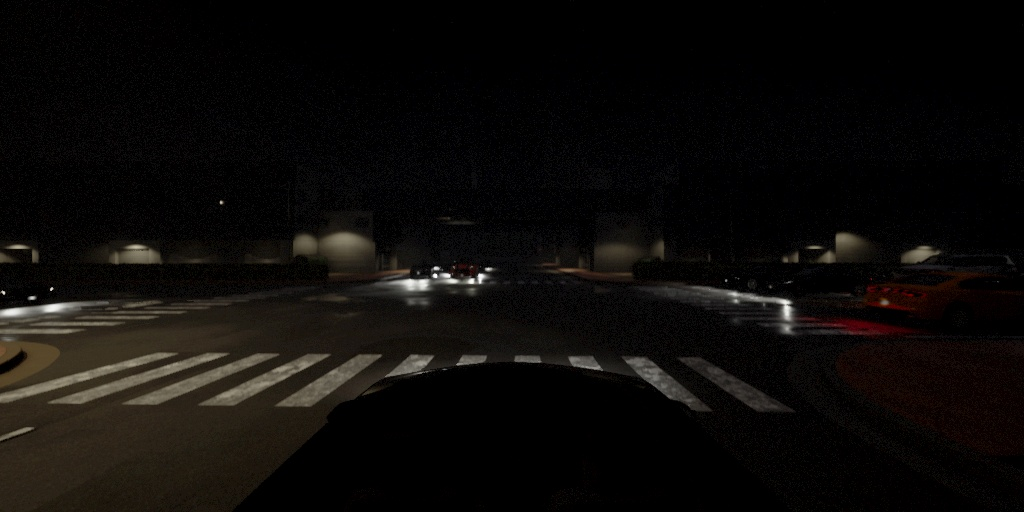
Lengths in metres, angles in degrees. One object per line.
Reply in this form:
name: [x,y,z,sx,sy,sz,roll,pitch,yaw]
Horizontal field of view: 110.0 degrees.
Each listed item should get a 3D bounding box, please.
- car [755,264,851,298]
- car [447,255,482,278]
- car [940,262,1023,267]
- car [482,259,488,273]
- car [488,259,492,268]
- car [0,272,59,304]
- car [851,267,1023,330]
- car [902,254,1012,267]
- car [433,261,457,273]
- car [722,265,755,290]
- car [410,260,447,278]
car: [14.959,1.233,17.581,4.674,1.442,1.812,0,0,-2]
car: [-4.171,1.005,32.126,2.097,1.767,4.553,0,0,0]
car: [24.887,1.198,17.622,4.902,1.511,2.128,0,0,0]
car: [-4.146,1.220,41.201,1.895,1.301,4.718,0,0,0]
car: [-4.073,1.134,54.344,1.994,1.385,4.181,0,0,1]
car: [-21.547,1.268,14.148,5.357,1.411,2.033,0,0,1]
car: [13.397,1.211,10.500,5.008,1.535,1.882,0,0,0]
car: [26.019,0.916,21.115,5.566,2.045,2.150,0,0,0]
car: [-7.647,1.219,41.547,1.895,1.301,4.718,0,0,0]
car: [15.038,1.198,21.129,4.892,1.490,1.837,0,0,0]
car: [-7.716,1.144,32.279,2.128,1.511,4.902,0,0,2]
